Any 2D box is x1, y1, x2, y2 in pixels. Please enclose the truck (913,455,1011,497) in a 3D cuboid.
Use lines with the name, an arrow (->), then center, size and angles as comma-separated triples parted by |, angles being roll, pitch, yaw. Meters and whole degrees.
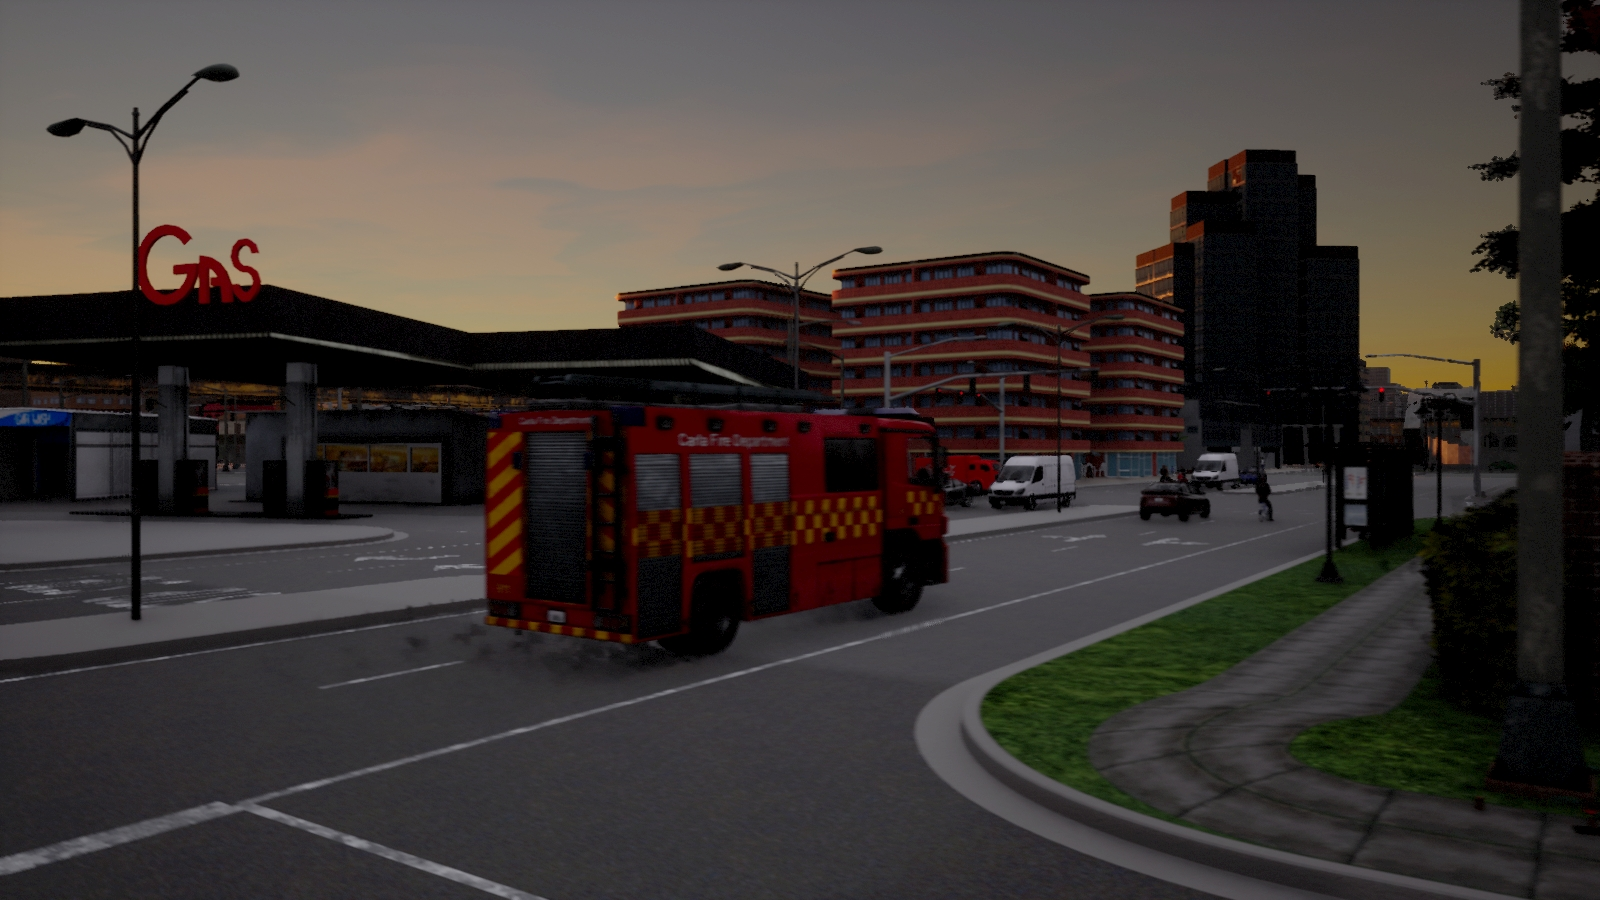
truck -> 9.780, 1.587, 69.248 | 5.204, 2.467, 2.627 | -2, -1, 34

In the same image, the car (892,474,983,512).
car -> 6.540, 1.983, 53.904 | 2.097, 1.638, 5.238 | 0, 0, 34

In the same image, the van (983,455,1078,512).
van -> 11.075, 1.535, 54.622 | 1.988, 2.561, 5.915 | 0, 0, 38

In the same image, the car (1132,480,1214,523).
car -> 15.195, 2.040, 46.353 | 2.007, 1.525, 4.514 | 0, 0, 34

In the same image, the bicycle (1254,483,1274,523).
bicycle -> 18.085, 2.048, 44.505 | 0.329, 1.496, 1.835 | 0, 0, 35

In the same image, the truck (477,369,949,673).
truck -> -0.885, 0.891, 18.641 | 2.891, 3.827, 8.468 | 0, 0, 36
